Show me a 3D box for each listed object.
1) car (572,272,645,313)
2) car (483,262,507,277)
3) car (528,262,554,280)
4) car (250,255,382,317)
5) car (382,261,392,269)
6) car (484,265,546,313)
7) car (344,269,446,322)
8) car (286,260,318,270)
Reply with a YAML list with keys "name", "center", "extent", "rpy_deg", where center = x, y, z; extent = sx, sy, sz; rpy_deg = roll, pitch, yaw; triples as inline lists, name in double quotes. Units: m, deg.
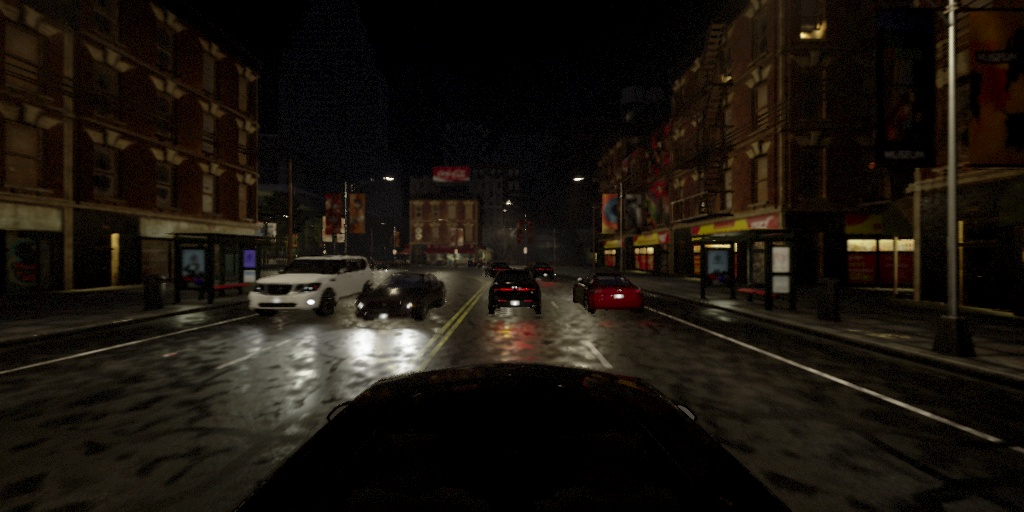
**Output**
- name: "car"
  center: [3.599, 1.327, 14.081]
  extent: [1.994, 1.385, 4.181]
  rpy_deg: [0, 0, 0]
- name: "car"
  center: [-1.341, 1.285, 31.815]
  extent: [1.837, 1.490, 4.892]
  rpy_deg: [1, 0, -13]
- name: "car"
  center: [2.235, 1.285, 31.778]
  extent: [1.837, 1.490, 4.892]
  rpy_deg: [1, 0, -12]
- name: "car"
  center: [-7.094, 0.983, 13.533]
  extent: [2.150, 2.045, 5.566]
  rpy_deg: [0, 0, -1]
- name: "car"
  center: [-19.771, 1.363, 51.586]
  extent: [4.181, 1.385, 1.994]
  rpy_deg: [0, 0, 34]
- name: "car"
  center: [0.099, 1.267, 13.992]
  extent: [1.837, 1.490, 4.892]
  rpy_deg: [0, 0, 0]
- name: "car"
  center: [-3.601, 1.308, 12.706]
  extent: [2.033, 1.411, 5.357]
  rpy_deg: [0, 0, 0]
- name: "car"
  center: [-31.517, 1.365, 53.856]
  extent: [4.181, 1.385, 1.994]
  rpy_deg: [0, 0, 20]
